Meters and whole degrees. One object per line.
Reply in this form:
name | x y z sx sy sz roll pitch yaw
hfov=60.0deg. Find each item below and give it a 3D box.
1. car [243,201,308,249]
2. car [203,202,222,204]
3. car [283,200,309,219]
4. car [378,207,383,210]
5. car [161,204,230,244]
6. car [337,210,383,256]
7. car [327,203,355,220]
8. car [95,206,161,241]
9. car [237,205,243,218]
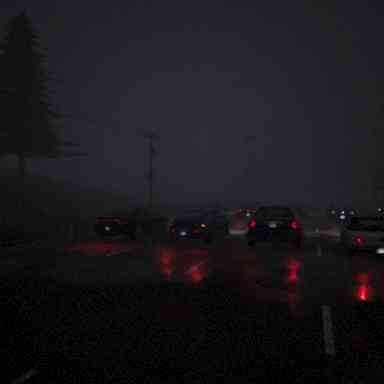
car | 3.877 1.324 14.851 2.097 1.767 4.553 0 0 20
car | 1.943 1.549 30.310 1.895 1.301 4.718 0 0 18
car | 9.346 1.509 29.794 1.994 1.385 4.181 0 0 20
car | 14.399 1.500 23.326 2.033 1.411 5.357 0 0 21
car | 0.468 1.500 15.721 1.812 1.442 4.674 0 0 20
car | 6.766 1.576 12.578 1.895 1.301 4.718 0 0 20
car | 11.914 1.550 26.667 1.895 1.301 4.718 0 0 21
car | -2.834 1.451 16.888 1.882 1.535 5.008 0 0 20
car | 5.339 1.549 29.068 1.895 1.301 4.718 0 0 21
